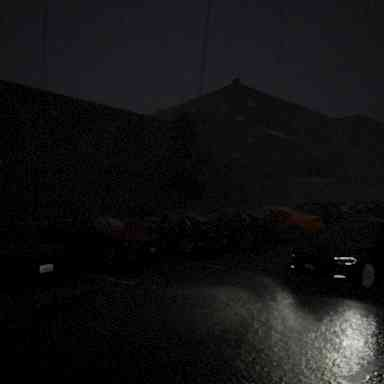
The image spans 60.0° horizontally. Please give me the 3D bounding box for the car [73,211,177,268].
[{"bbox_3d":[-3.215,1.476,11.286,5.008,1.535,2.097,-1,-1,34],"label":"car"}]

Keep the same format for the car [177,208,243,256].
[{"bbox_3d":[-0.832,1.479,13.000,4.892,1.521,2.231,-1,-1,34],"label":"car"}]

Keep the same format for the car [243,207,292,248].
[{"bbox_3d":[1.544,1.482,14.718,4.892,1.521,2.231,-1,-1,34],"label":"car"}]

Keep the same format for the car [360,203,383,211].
[{"bbox_3d":[8.681,1.536,19.887,4.674,1.452,2.002,-1,-1,34],"label":"car"}]

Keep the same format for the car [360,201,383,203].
[{"bbox_3d":[11.081,1.384,21.574,4.553,1.767,2.185,-1,-1,34],"label":"car"}]

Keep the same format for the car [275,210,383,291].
[{"bbox_3d":[4.786,1.484,9.272,5.008,1.535,1.882,0,0,-36],"label":"car"}]

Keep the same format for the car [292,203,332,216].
[{"bbox_3d":[3.923,1.483,16.441,5.008,1.535,2.097,-1,-1,34],"label":"car"}]

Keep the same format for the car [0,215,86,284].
[{"bbox_3d":[-5.561,1.503,9.535,4.792,1.488,2.163,-1,-1,34],"label":"car"}]

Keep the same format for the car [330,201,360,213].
[{"bbox_3d":[6.321,1.362,18.146,4.553,1.767,2.185,-1,-1,34],"label":"car"}]
